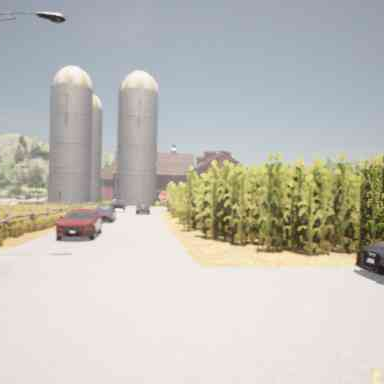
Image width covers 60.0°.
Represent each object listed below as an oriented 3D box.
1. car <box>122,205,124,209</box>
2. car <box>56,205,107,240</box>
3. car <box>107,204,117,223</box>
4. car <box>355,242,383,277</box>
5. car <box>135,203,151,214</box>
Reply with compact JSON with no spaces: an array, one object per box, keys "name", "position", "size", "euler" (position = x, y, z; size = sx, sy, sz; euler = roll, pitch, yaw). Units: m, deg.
[{"name":"car","position":[-9.749,1.784,44.503],"size":[1.895,1.301,4.718],"euler":[1,-1,-8]},{"name":"car","position":[-6.147,1.692,18.523],"size":[1.882,1.535,5.008],"euler":[1,-1,-9]},{"name":"car","position":[-7.710,1.899,29.410],"size":[2.033,1.411,5.357],"euler":[1,-1,-8]},{"name":"car","position":[6.879,1.753,9.248],"size":[4.181,1.385,1.994],"euler":[1,-1,-4]},{"name":"car","position":[-6.194,2.065,42.190],"size":[2.033,1.411,5.357],"euler":[1,-1,-8]}]
